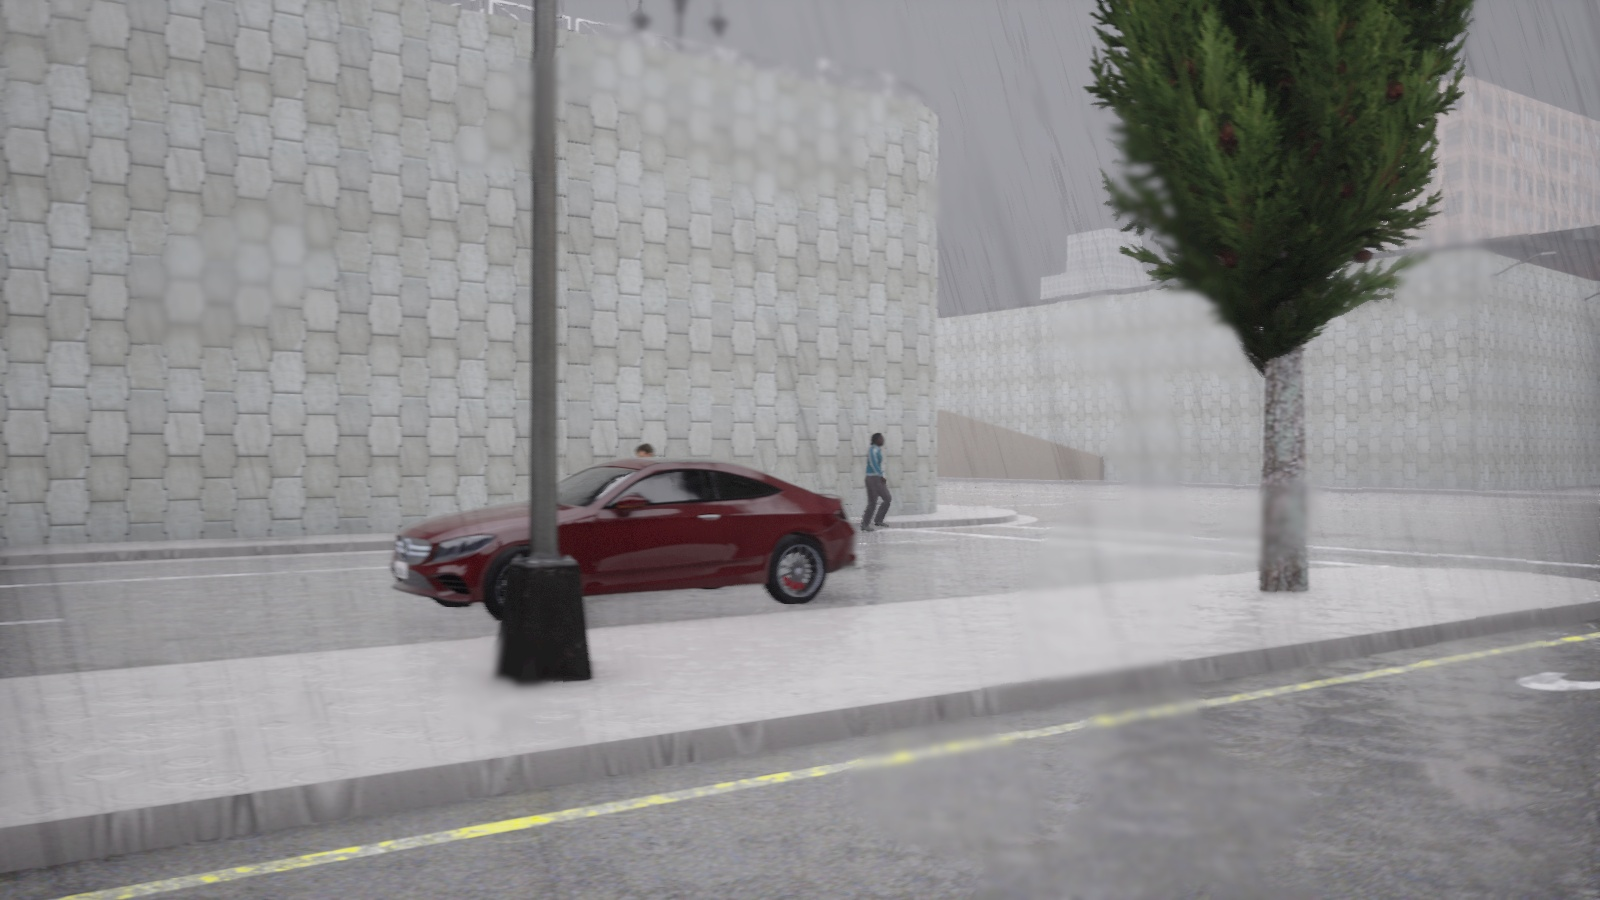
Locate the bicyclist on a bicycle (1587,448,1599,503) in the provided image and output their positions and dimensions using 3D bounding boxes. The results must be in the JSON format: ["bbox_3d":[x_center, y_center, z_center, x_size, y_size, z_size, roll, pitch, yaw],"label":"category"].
[{"bbox_3d":[23.790,0.739,36.292,0.582,1.620,1.656,0,-1,-35],"label":"bicyclist on a bicycle"}]

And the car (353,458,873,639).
[{"bbox_3d":[-1.697,0.804,12.208,4.674,1.442,1.812,0,0,-35],"label":"car"}]

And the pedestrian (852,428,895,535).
[{"bbox_3d":[1.336,0.568,22.864,0.692,1.930,0.396,0,0,21],"label":"pedestrian"}]

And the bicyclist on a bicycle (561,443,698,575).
[{"bbox_3d":[-2.190,0.726,16.109,1.509,1.612,0.866,0,0,-34],"label":"bicyclist on a bicycle"}]
